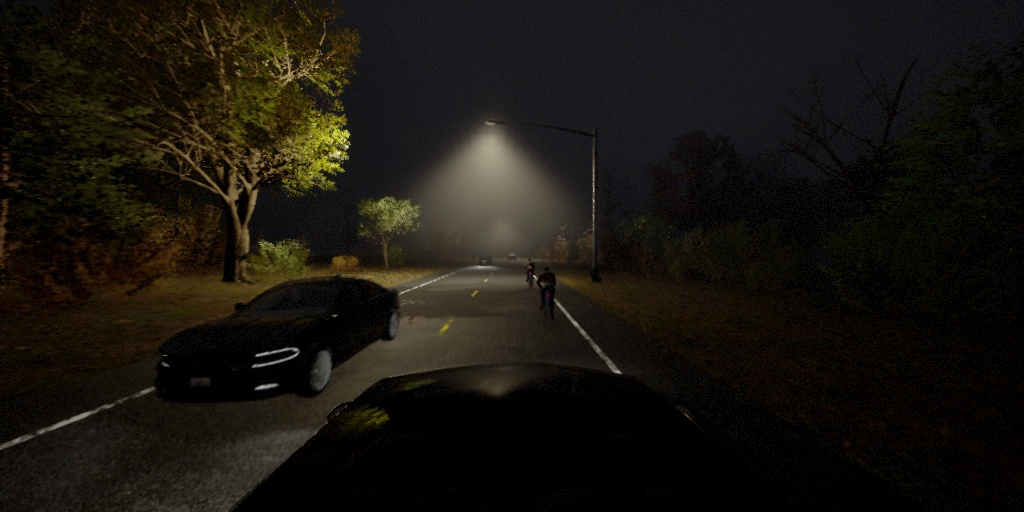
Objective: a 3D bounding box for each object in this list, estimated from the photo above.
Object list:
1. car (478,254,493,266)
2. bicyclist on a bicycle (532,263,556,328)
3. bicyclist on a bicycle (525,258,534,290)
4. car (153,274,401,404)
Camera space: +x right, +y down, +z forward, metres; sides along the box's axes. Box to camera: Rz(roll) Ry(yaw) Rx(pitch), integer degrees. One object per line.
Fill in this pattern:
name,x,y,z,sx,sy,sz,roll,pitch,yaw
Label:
car,-3.566,0.530,49.052,2.128,1.511,4.902,0,1,0
bicyclist on a bicycle,0.963,1.076,9.854,0.582,1.620,1.656,0,1,0
bicyclist on a bicycle,0.964,0.935,19.015,0.582,1.620,1.656,0,1,0
car,-3.596,1.151,6.632,1.882,1.535,5.008,0,1,0
